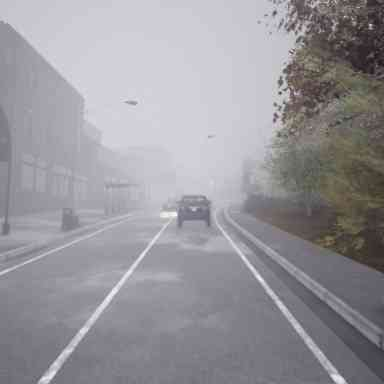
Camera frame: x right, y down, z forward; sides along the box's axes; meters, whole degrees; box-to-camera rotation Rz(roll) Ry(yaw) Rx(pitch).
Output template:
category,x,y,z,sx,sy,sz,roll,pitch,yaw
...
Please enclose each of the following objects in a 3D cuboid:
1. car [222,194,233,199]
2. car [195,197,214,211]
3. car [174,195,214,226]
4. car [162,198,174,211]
category,x,y,z,sx,sy,sz,roll,pitch,yaw
car,8.598,1.148,79.683,1.837,1.490,4.892,-2,0,24
car,1.668,1.395,41.662,1.882,1.535,5.008,-1,0,8
car,0.178,1.193,23.280,2.150,2.045,5.566,0,0,1
car,-2.287,1.462,39.892,2.128,1.511,4.902,-1,0,8
